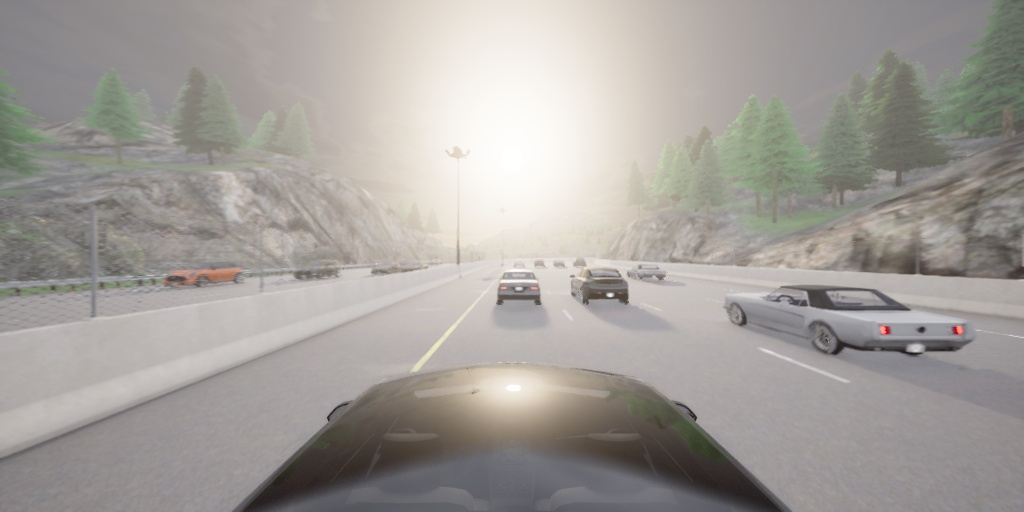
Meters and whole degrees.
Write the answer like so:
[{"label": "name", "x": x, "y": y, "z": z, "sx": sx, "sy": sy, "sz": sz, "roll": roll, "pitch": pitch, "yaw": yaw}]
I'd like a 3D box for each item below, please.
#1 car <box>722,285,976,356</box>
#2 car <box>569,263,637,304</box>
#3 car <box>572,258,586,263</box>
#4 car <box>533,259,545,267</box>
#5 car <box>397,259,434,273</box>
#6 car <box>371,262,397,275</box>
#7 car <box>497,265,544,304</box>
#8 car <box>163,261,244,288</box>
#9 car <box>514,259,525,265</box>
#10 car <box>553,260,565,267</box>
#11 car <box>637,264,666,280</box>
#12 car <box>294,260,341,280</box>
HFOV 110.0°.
[{"label": "car", "x": 7.170, "y": 1.333, "z": 8.547, "sx": 1.895, "sy": 1.301, "sz": 4.718, "roll": 0, "pitch": 0, "yaw": 1}, {"label": "car", "x": 3.801, "y": 1.244, "z": 16.165, "sx": 1.837, "sy": 1.490, "sz": 4.892, "roll": 0, "pitch": 0, "yaw": 1}, {"label": "car", "x": 11.870, "y": 1.065, "z": 63.516, "sx": 2.097, "sy": 1.767, "sz": 4.553, "roll": 0, "pitch": 0, "yaw": 4}, {"label": "car", "x": 4.912, "y": 1.234, "z": 64.512, "sx": 1.837, "sy": 1.490, "sz": 4.892, "roll": -1, "pitch": 0, "yaw": 4}, {"label": "car", "x": -10.019, "y": 1.247, "z": 37.573, "sx": 1.882, "sy": 1.535, "sz": 5.008, "roll": 0, "pitch": 0, "yaw": 1}, {"label": "car", "x": -13.499, "y": 1.325, "z": 39.173, "sx": 2.033, "sy": 1.411, "sz": 5.357, "roll": 0, "pitch": 0, "yaw": 1}, {"label": "car", "x": 0.305, "y": 1.293, "z": 16.210, "sx": 2.033, "sy": 1.411, "sz": 5.357, "roll": 0, "pitch": 0, "yaw": 1}, {"label": "car", "x": -20.751, "y": 1.148, "z": 24.354, "sx": 2.097, "sy": 1.767, "sz": 4.553, "roll": 0, "pitch": 0, "yaw": 1}, {"label": "car", "x": 1.420, "y": 1.264, "z": 64.691, "sx": 1.812, "sy": 1.442, "sz": 4.674, "roll": 0, "pitch": 0, "yaw": 4}, {"label": "car", "x": 8.330, "y": 1.322, "z": 64.203, "sx": 1.895, "sy": 1.301, "sz": 4.718, "roll": 0, "pitch": 0, "yaw": 4}, {"label": "car", "x": 11.032, "y": 1.320, "z": 29.942, "sx": 1.895, "sy": 1.301, "sz": 4.718, "roll": 0, "pitch": 0, "yaw": 1}, {"label": "car", "x": -17.122, "y": 1.139, "z": 31.763, "sx": 2.097, "sy": 1.767, "sz": 4.553, "roll": 0, "pitch": 0, "yaw": 1}]
